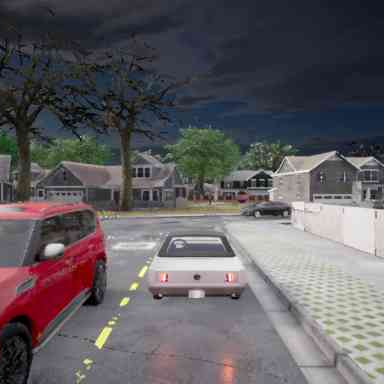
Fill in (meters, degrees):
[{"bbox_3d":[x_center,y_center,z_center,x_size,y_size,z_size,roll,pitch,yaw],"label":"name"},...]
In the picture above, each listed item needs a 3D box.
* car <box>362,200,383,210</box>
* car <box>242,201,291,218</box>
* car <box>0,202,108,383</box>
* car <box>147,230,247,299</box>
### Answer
[{"bbox_3d":[18.014,1.604,33.917,4.892,1.490,1.837,0,0,-16],"label":"car"},{"bbox_3d":[6.781,1.554,30.146,4.892,1.490,1.837,0,0,-19],"label":"car"},{"bbox_3d":[-2.873,1.222,5.079,2.150,2.045,5.566,0,0,0],"label":"car"},{"bbox_3d":[0.097,1.602,8.374,1.895,1.301,4.718,0,0,0],"label":"car"}]
